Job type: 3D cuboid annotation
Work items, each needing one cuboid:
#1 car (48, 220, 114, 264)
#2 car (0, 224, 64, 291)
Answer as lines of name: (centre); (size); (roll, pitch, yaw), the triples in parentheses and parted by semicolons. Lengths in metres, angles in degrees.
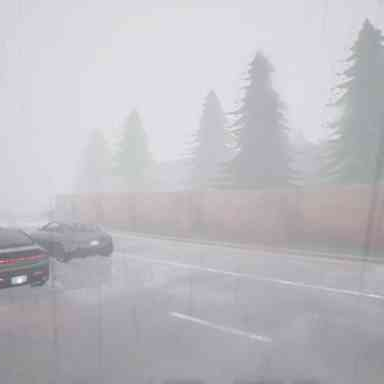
car: (-4.844, 1.764, 12.848); (4.181, 1.385, 1.994); (-1, -1, 43)
car: (-5.504, 1.657, 8.690); (4.892, 1.490, 1.837); (-1, -1, 41)
